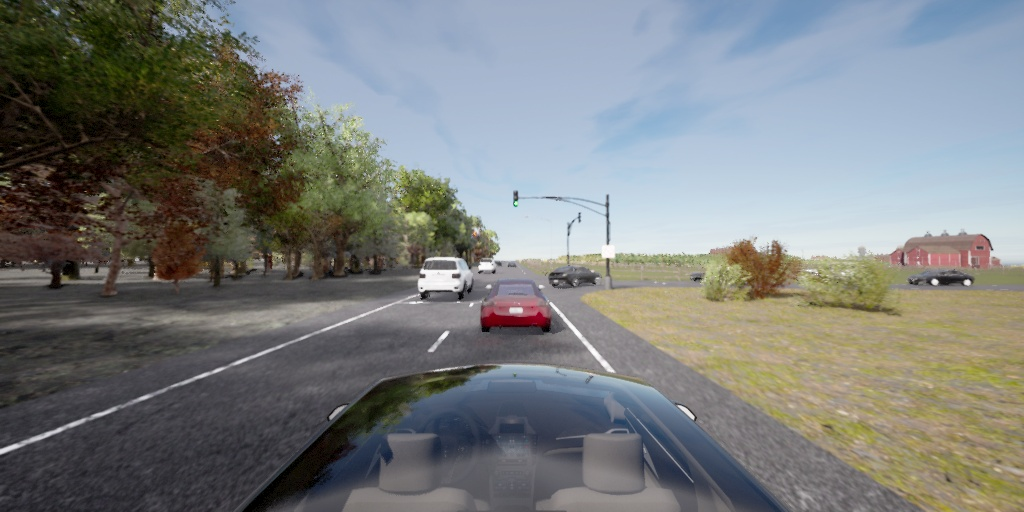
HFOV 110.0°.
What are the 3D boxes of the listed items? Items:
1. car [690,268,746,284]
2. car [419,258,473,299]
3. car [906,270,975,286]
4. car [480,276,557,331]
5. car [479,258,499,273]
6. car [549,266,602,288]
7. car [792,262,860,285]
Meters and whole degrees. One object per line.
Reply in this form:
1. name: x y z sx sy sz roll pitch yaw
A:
1. car: 19.017 1.736 32.953 5.008 1.535 1.882 1 -1 0
2. car: -3.401 1.115 19.268 2.150 2.045 5.566 0 0 0
3. car: 39.168 1.981 32.848 4.892 1.490 1.837 1 -1 0
4. car: 0.108 1.393 11.313 1.994 1.385 4.181 0 0 0
5. car: -3.400 1.361 50.561 2.150 2.045 5.566 0 0 0
6. car: 4.700 1.459 26.160 1.837 1.490 4.892 -4 -3 45
7. car: 29.007 1.588 32.913 5.566 2.045 2.150 1 -1 0
